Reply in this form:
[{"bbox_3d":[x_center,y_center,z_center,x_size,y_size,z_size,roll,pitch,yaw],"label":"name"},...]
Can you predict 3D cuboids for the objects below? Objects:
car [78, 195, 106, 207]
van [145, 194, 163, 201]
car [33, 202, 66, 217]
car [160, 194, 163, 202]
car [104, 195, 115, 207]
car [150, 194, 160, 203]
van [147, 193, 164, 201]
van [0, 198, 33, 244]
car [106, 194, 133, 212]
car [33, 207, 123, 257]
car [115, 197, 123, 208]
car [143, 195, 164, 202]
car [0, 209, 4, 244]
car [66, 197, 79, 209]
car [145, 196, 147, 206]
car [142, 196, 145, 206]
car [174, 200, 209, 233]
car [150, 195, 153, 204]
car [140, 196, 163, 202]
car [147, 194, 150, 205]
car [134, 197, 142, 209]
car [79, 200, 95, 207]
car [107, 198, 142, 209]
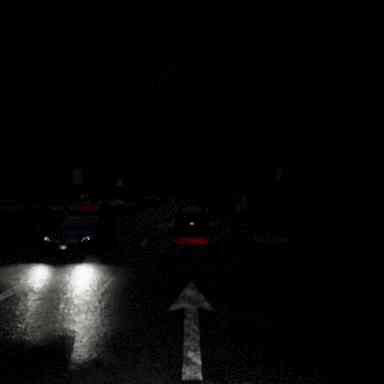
[{"bbox_3d":[-9.541,1.399,26.581,4.553,1.767,2.185,-1,0,-20],"label":"car"},{"bbox_3d":[-10.141,1.471,89.563,4.442,1.987,1.878,-1,1,-21],"label":"van"},{"bbox_3d":[-9.517,1.513,17.561,5.008,1.535,2.097,-1,0,-20],"label":"car"},{"bbox_3d":[-9.637,1.681,71.666,5.366,1.575,1.946,-1,-1,-20],"label":"car"},{"bbox_3d":[-9.554,1.404,29.582,4.553,1.767,2.185,-1,0,-20],"label":"car"},{"bbox_3d":[-9.793,1.672,68.600,4.892,1.521,2.231,-1,-1,-20],"label":"car"},{"bbox_3d":[-10.190,1.446,92.563,4.442,1.987,1.878,-1,1,-21],"label":"van"},{"bbox_3d":[-9.617,1.286,14.515,4.442,1.987,1.878,-1,0,-20],"label":"van"},{"bbox_3d":[-9.588,1.291,35.597,5.566,2.045,2.435,-1,0,-20],"label":"car"},{"bbox_3d":[-4.222,1.544,13.222,1.812,1.442,4.674,0,0,0],"label":"car"},{"bbox_3d":[-9.572,1.565,32.596,4.792,1.488,2.163,-1,0,-20],"label":"car"},{"bbox_3d":[-9.989,1.719,86.619,5.008,1.535,2.097,-1,0,-21],"label":"car"},{"bbox_3d":[-9.491,1.547,11.558,4.674,1.452,2.002,-1,0,-20],"label":"car"},{"bbox_3d":[-9.576,1.392,20.564,4.553,1.767,2.185,-1,0,-20],"label":"car"},{"bbox_3d":[-9.705,1.464,50.587,4.553,1.767,2.185,-1,0,-20],"label":"car"},{"bbox_3d":[-9.636,1.317,44.613,5.566,2.045,2.435,-1,-1,-20],"label":"car"},{"bbox_3d":[-0.029,1.499,19.837,1.882,1.535,5.008,0,0,0],"label":"car"},{"bbox_3d":[-9.675,1.643,56.608,4.792,1.488,2.163,-1,-1,-20],"label":"car"},{"bbox_3d":[-10.108,1.736,83.549,5.366,1.575,1.946,-1,0,-21],"label":"car"},{"bbox_3d":[-9.719,1.476,53.589,4.553,1.767,2.185,-1,-1,-20],"label":"car"},{"bbox_3d":[-9.460,1.553,41.656,5.366,1.575,1.946,-1,0,-20],"label":"car"},{"bbox_3d":[-9.558,1.561,23.572,4.674,1.452,2.002,-1,0,-20],"label":"car"},{"bbox_3d":[-9.655,1.618,47.590,4.674,1.452,2.002,-1,0,-20],"label":"car"}]
